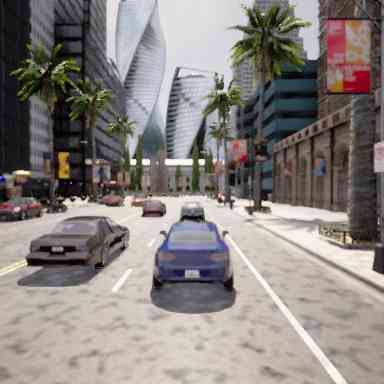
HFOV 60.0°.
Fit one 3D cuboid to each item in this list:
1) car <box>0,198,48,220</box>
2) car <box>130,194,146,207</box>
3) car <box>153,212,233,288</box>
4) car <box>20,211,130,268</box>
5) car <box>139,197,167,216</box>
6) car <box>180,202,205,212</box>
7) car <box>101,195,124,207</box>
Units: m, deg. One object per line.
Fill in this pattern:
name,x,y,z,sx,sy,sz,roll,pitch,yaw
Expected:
car,-13.633,1.259,26.254,2.185,1.767,4.553,0,0,-1
car,-7.353,1.181,47.074,2.097,1.767,4.553,0,0,0
car,0.050,1.492,9.074,1.812,1.442,4.674,0,0,1
car,-3.435,1.507,11.067,2.033,1.411,5.357,0,0,0
car,-3.511,1.450,31.561,1.994,1.385,4.181,0,0,0
car,0.030,1.453,26.046,2.033,1.411,5.357,0,0,0
car,-10.852,1.308,46.806,1.882,1.535,5.008,0,0,0
